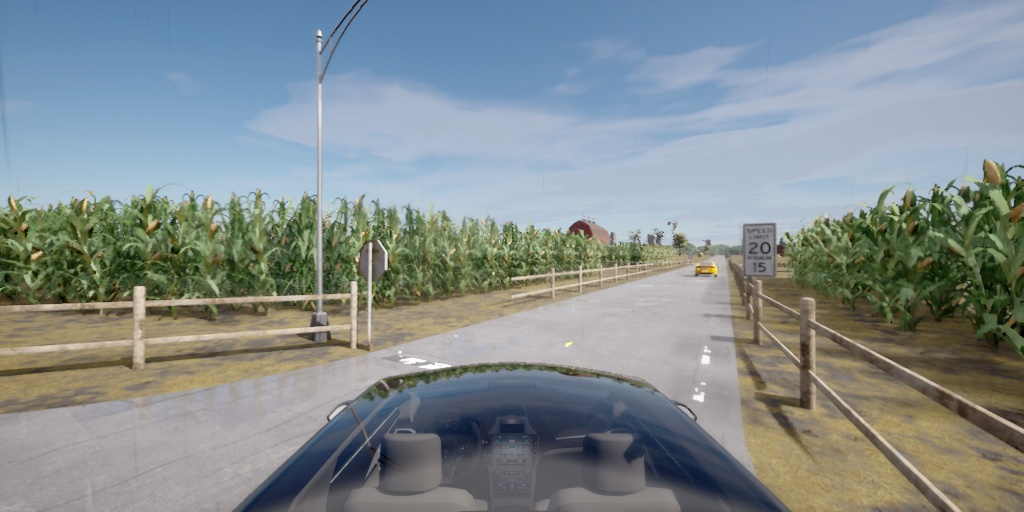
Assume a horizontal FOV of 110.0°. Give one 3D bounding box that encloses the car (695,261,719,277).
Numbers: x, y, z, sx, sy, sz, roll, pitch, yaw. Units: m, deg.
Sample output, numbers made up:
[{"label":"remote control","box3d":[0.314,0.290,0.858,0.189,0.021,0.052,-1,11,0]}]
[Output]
[{"label":"car","box3d":[19.649,1.266,36.209,1.882,1.535,5.008,0,0,31]}]
